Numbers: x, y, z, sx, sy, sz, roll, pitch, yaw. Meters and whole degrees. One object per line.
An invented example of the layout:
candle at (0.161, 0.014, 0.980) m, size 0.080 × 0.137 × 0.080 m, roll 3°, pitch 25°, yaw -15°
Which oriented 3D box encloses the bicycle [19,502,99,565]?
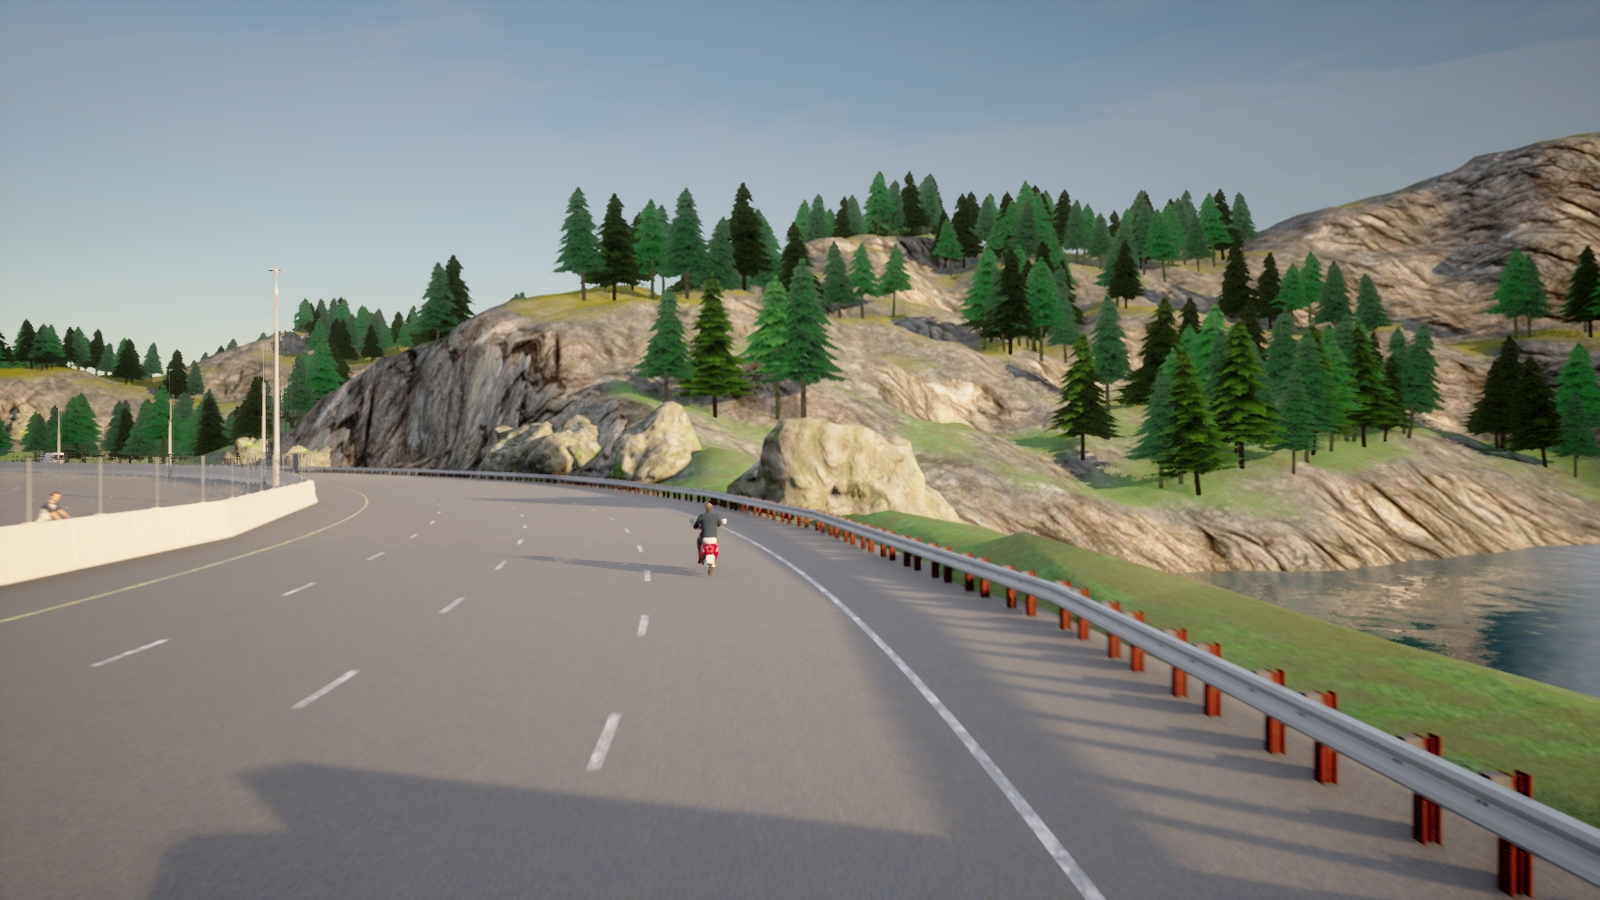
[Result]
bicycle at (-18.412, 2.069, 28.403) m, size 1.643 × 1.514 × 0.373 m, roll 0°, pitch 0°, yaw -8°

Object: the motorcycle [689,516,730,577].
motorcycle at (-2.102, 2.195, 26.258) m, size 0.856 × 1.236 × 1.805 m, roll 0°, pitch 0°, yaw -7°
